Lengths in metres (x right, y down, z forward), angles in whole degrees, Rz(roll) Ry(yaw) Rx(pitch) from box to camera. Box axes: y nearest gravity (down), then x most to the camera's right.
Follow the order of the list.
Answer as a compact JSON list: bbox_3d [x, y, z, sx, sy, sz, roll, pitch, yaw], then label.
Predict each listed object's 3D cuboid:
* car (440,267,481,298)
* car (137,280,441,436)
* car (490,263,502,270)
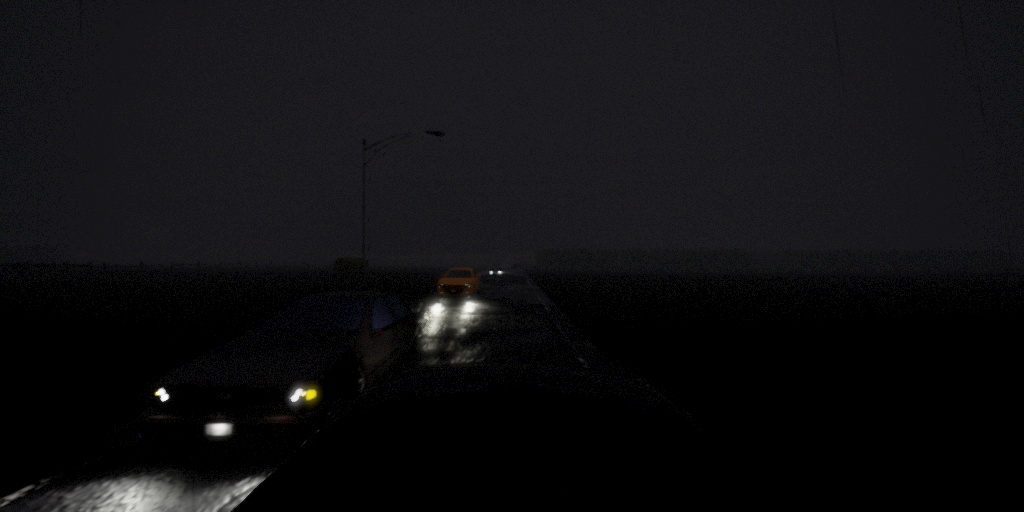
[{"bbox_3d":[-2.802,1.375,19.745,1.882,1.535,5.008,0,1,0],"label":"car"},{"bbox_3d":[-2.848,1.330,6.164,2.033,1.411,5.357,0,-1,0],"label":"car"},{"bbox_3d":[-2.687,1.783,61.123,1.895,1.301,4.718,0,0,1],"label":"car"}]
